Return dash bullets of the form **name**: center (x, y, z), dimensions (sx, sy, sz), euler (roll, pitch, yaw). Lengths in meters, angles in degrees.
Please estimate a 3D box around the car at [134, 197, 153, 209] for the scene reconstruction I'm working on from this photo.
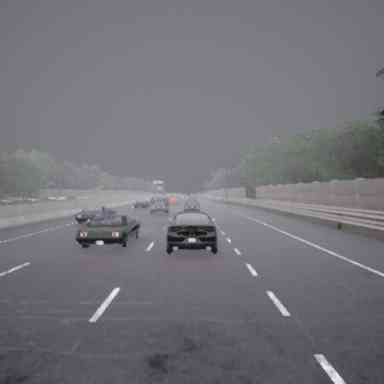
- **car**: center (-6.986, 1.720, 47.264), dimensions (1.895, 1.301, 4.718), euler (0, 0, 0)

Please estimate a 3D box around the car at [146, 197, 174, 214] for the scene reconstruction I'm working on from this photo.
- **car**: center (-3.490, 1.648, 37.358), dimensions (2.033, 1.411, 5.357), euler (0, 0, 0)

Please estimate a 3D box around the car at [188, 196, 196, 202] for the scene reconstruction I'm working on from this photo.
- **car**: center (0.025, 1.739, 85.408), dimensions (2.128, 1.511, 4.902), euler (0, 0, 0)

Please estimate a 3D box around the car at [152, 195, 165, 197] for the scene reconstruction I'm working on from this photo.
- **car**: center (-6.980, 1.511, 65.182), dimensions (2.097, 1.767, 4.553), euler (0, 0, 0)

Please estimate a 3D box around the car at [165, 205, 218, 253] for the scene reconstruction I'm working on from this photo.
- **car**: center (0.005, 1.527, 13.990), dimensions (1.882, 1.535, 5.008), euler (0, 0, 0)

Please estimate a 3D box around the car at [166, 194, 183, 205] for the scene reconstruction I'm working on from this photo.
- **car**: center (-3.481, 1.511, 65.181), dimensions (2.097, 1.767, 4.553), euler (0, 0, 0)

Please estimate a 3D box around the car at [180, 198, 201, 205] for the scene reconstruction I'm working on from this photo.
- **car**: center (0.011, 1.646, 36.458), dimensions (2.033, 1.411, 5.357), euler (0, 0, 0)

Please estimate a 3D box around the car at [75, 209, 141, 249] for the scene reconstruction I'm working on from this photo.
- **car**: center (-3.494, 1.653, 14.883), dimensions (1.895, 1.301, 4.718), euler (0, 0, 0)

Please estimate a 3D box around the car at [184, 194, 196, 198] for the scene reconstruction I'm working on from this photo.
- **car**: center (0.018, 1.650, 65.255), dimensions (2.128, 1.511, 4.902), euler (0, 0, 0)

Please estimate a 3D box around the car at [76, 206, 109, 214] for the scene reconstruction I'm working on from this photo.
- **car**: center (-6.991, 1.679, 24.778), dimensions (1.895, 1.301, 4.718), euler (0, 0, 0)
